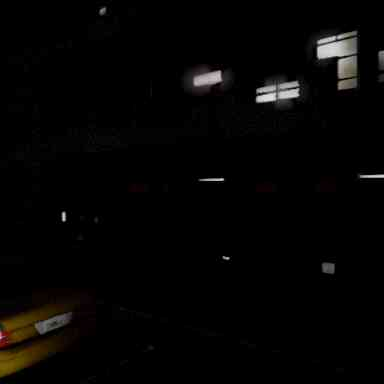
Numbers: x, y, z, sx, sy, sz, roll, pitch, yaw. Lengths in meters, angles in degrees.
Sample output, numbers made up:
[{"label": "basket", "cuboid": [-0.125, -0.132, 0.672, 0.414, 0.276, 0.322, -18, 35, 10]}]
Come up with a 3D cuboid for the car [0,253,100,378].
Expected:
[{"label": "car", "cuboid": [-3.554, 1.588, 5.402, 4.829, 1.417, 1.752, -1, 0, 36]}]
